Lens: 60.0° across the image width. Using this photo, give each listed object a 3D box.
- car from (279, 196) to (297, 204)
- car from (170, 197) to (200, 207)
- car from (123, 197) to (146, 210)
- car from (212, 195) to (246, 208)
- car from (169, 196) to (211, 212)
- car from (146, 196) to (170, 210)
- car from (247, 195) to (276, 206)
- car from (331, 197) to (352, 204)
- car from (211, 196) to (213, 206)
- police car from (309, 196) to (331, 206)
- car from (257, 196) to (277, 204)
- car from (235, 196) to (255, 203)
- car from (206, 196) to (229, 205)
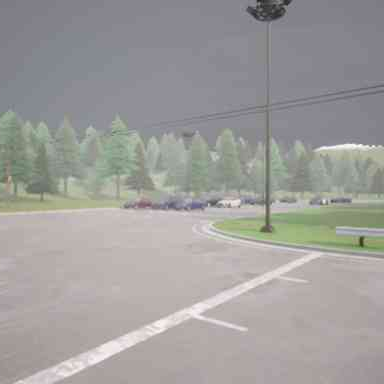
[{"bbox_3d":[17.933,1.454,62.010,1.994,1.385,4.181,0,0,40],"label":"car"},{"bbox_3d":[-1.018,1.452,48.463,1.895,1.301,4.718,0,0,36],"label":"car"},{"bbox_3d":[-6.366,1.376,41.090,1.812,1.442,4.674,0,0,36],"label":"car"},{"bbox_3d":[5.059,1.413,44.945,1.812,1.442,4.674,0,0,36],"label":"car"},{"bbox_3d":[-0.139,1.412,37.756,1.812,1.442,4.674,0,0,36],"label":"car"},{"bbox_3d":[-2.895,1.220,39.912,2.097,1.767,4.553,0,0,36],"label":"car"},{"bbox_3d":[11.126,1.392,53.262,1.837,1.490,4.892,0,0,37],"label":"car"},{"bbox_3d":[27.432,1.533,61.447,4.718,1.301,1.895,0,0,-37],"label":"car"},{"bbox_3d":[2.495,1.346,47.351,1.882,1.535,5.008,0,0,36],"label":"car"},{"bbox_3d":[20.626,1.429,54.351,2.038,1.542,4.974,0,0,36],"label":"police car"},{"bbox_3d":[14.303,1.435,63.296,1.994,1.385,4.181,0,0,37],"label":"car"},{"bbox_3d":[10.176,1.416,63.746,1.994,1.385,4.181,0,0,37],"label":"car"},{"bbox_3d":[4.325,1.415,55.781,1.994,1.385,4.181,0,0,36],"label":"car"}]
